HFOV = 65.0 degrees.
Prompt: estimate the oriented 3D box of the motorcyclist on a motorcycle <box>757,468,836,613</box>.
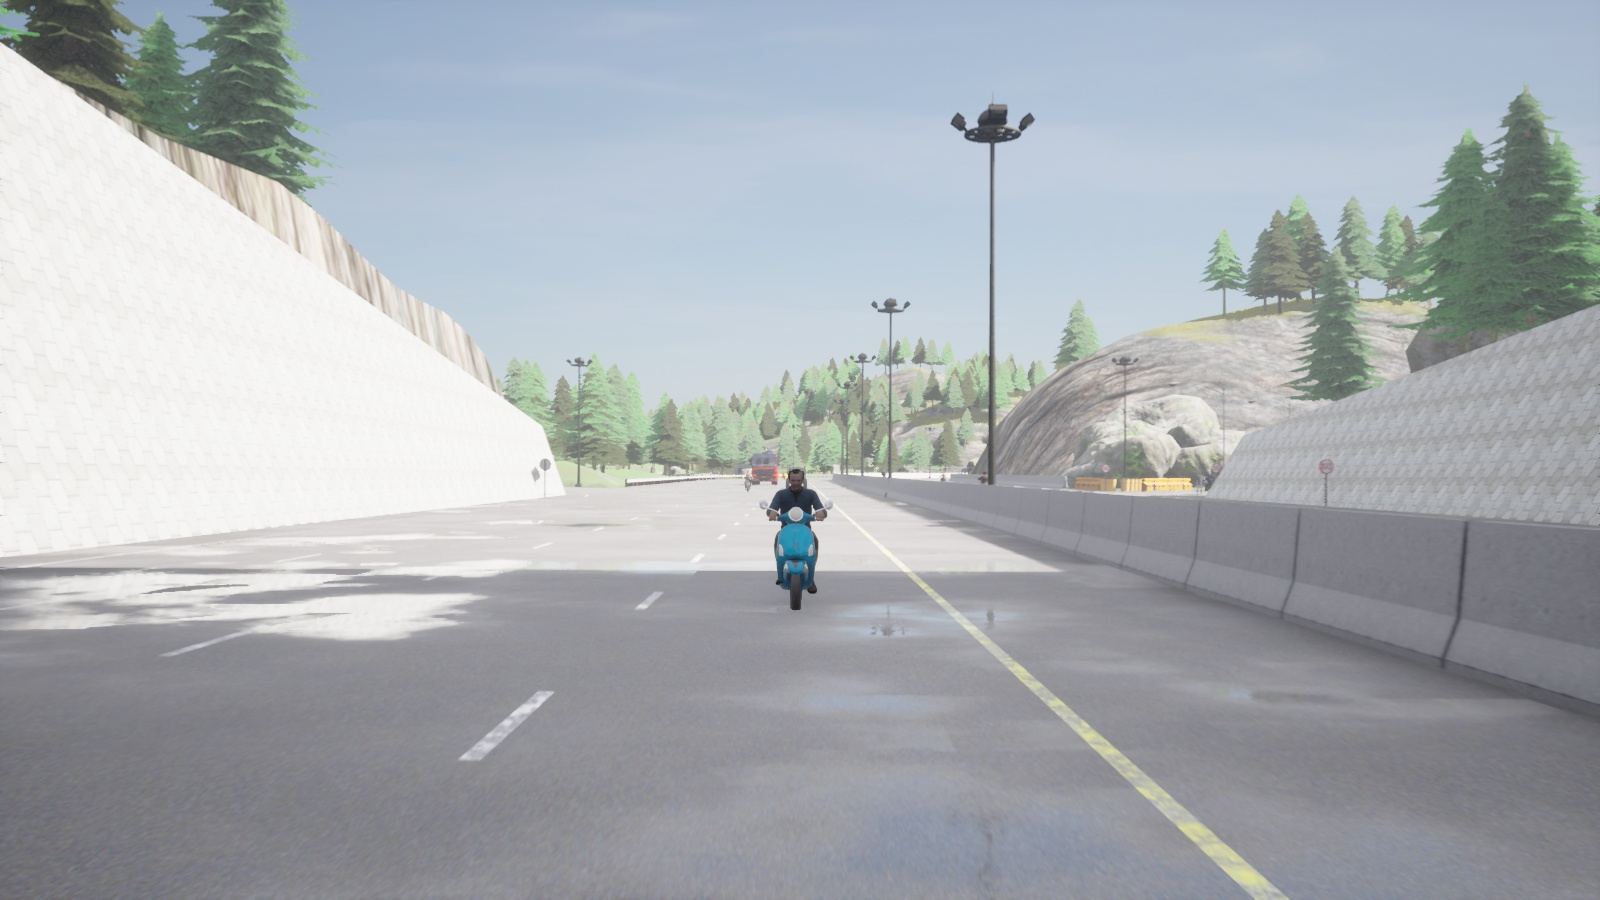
[{"bbox_3d":[-0.041,1.015,14.736,0.866,1.590,1.817,0,-1,0],"label":"motorcyclist on a motorcycle"}]
